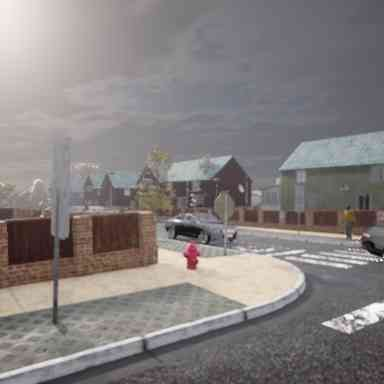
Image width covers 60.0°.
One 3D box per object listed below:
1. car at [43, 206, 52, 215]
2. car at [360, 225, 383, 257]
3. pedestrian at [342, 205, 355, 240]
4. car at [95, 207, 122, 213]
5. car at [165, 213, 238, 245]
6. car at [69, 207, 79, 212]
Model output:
[{"bbox_3d":[-23.901,3.237,56.579,1.837,1.490,4.892,2,-3,-36],"label":"car"},{"bbox_3d":[8.066,1.609,10.571,4.902,1.511,2.128,-1,-1,28],"label":"car"},{"bbox_3d":[8.100,1.541,17.242,0.375,1.860,0.375,0,0,-36],"label":"pedestrian"},{"bbox_3d":[-6.804,2.080,27.875,2.097,1.767,4.553,2,-3,-36],"label":"car"},{"bbox_3d":[0.398,1.877,17.887,2.128,1.511,4.902,2,-2,-36],"label":"car"},{"bbox_3d":[-13.871,2.666,37.682,1.895,1.301,4.718,2,-3,-36],"label":"car"}]
